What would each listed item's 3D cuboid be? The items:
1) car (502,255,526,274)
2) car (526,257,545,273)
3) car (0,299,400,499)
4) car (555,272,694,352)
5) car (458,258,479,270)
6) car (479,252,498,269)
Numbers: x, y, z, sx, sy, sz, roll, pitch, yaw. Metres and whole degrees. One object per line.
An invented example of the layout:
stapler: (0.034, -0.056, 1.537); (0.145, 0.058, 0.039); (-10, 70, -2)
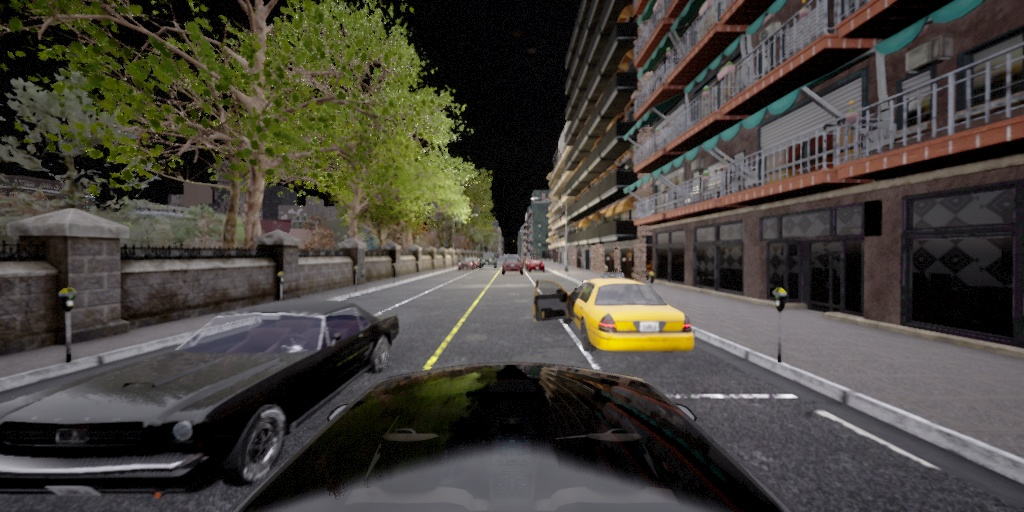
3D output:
car: (0.063, 0.913, 36.920); (2.097, 1.767, 4.553); (0, 0, 0)
car: (2.684, 1.092, 39.901); (1.888, 1.381, 4.507); (0, 0, 0)
car: (-3.099, 1.334, 4.731); (1.895, 1.301, 4.718); (0, 0, 0)
car: (2.348, 1.167, 8.696); (1.801, 1.575, 5.366); (0, 0, 0)
car: (-5.698, 0.960, 45.529); (1.967, 1.591, 4.097); (0, 0, 0)
car: (-3.009, 0.460, 46.218); (2.150, 2.045, 5.566); (0, 0, 0)
